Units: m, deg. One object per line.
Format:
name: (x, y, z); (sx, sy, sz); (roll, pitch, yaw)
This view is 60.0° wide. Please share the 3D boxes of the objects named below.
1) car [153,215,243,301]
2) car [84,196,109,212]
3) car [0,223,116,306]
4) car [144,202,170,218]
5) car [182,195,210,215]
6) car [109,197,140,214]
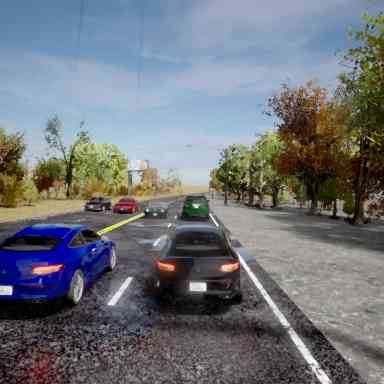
car: (0.156, 1.531, 8.240); (1.812, 1.442, 4.674); (0, 0, 1)
car: (-9.564, 1.217, 34.252); (1.837, 1.490, 4.892); (2, 0, 1)
car: (-3.092, 1.453, 7.777); (1.812, 1.442, 4.674); (2, 0, 0)
car: (-2.927, 1.522, 28.858); (1.895, 1.301, 4.718); (2, 0, 1)
car: (0.319, 1.224, 28.066); (2.150, 2.045, 5.566); (1, 0, 0)
car: (-6.331, 1.290, 32.727); (1.882, 1.535, 5.008); (2, 0, 1)
